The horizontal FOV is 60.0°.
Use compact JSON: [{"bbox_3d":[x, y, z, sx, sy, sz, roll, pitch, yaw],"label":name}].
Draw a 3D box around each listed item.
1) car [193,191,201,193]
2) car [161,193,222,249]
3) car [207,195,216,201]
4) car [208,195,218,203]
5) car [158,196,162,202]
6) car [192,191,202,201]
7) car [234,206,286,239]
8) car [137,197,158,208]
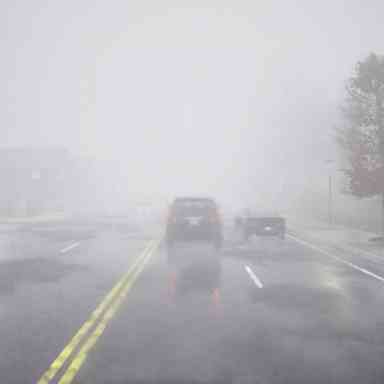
[{"bbox_3d":[0.746,1.209,63.512,2.097,1.767,4.553,0,0,3],"label":"car"},{"bbox_3d":[0.082,1.194,14.521,2.150,2.045,5.566,0,0,0],"label":"car"},{"bbox_3d":[4.396,1.269,73.885,1.895,1.301,4.718,0,0,3],"label":"car"},{"bbox_3d":[4.005,1.379,63.670,1.812,1.442,4.674,0,0,3],"label":"car"},{"bbox_3d":[-5.883,1.467,62.537,1.895,1.301,4.718,0,0,3],"label":"car"},{"bbox_3d":[1.149,0.902,74.042,2.150,2.045,5.566,0,0,3],"label":"car"},{"bbox_3d":[3.337,1.446,17.042,1.882,1.535,5.008,0,0,0],"label":"car"},{"bbox_3d":[-6.394,1.471,46.219,1.994,1.385,4.181,0,0,1],"label":"car"}]
